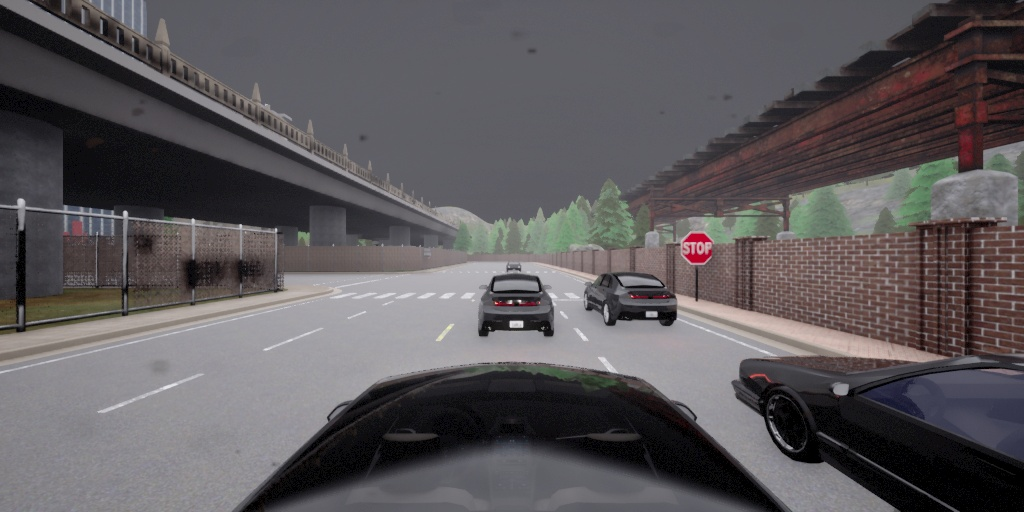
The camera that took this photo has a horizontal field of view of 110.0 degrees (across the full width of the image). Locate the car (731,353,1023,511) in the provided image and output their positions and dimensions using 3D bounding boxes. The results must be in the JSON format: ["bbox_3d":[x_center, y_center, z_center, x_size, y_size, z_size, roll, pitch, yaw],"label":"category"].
[{"bbox_3d":[3.600,1.297,1.904,2.033,1.411,5.357,0,0,0],"label":"car"}]

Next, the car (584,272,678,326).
[{"bbox_3d":[3.605,1.255,11.651,1.837,1.490,4.892,0,0,0],"label":"car"}]

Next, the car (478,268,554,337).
[{"bbox_3d":[0.103,1.255,10.293,1.837,1.490,4.892,0,0,0],"label":"car"}]

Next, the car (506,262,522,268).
[{"bbox_3d":[0.218,1.351,45.465,1.895,1.301,4.718,0,0,-1],"label":"car"}]
